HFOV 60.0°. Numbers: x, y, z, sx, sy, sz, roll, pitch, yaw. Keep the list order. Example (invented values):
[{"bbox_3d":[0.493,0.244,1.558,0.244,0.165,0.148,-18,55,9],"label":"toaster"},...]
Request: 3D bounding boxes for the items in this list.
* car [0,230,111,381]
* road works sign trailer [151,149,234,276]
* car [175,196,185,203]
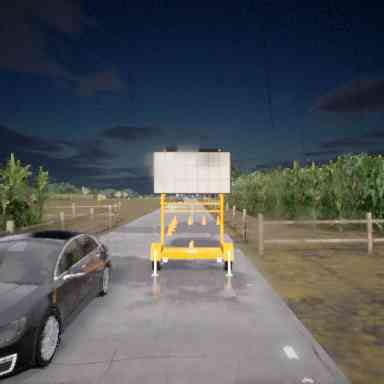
[{"bbox_3d":[-2.748,1.506,5.797,1.837,1.490,4.892,0,0,0],"label":"car"},{"bbox_3d":[0.005,0.467,10.331,2.380,3.560,2.880,0,0,0],"label":"road works sign trailer"},{"bbox_3d":[-2.722,1.744,74.552,1.837,1.490,4.892,0,0,0],"label":"car"}]
